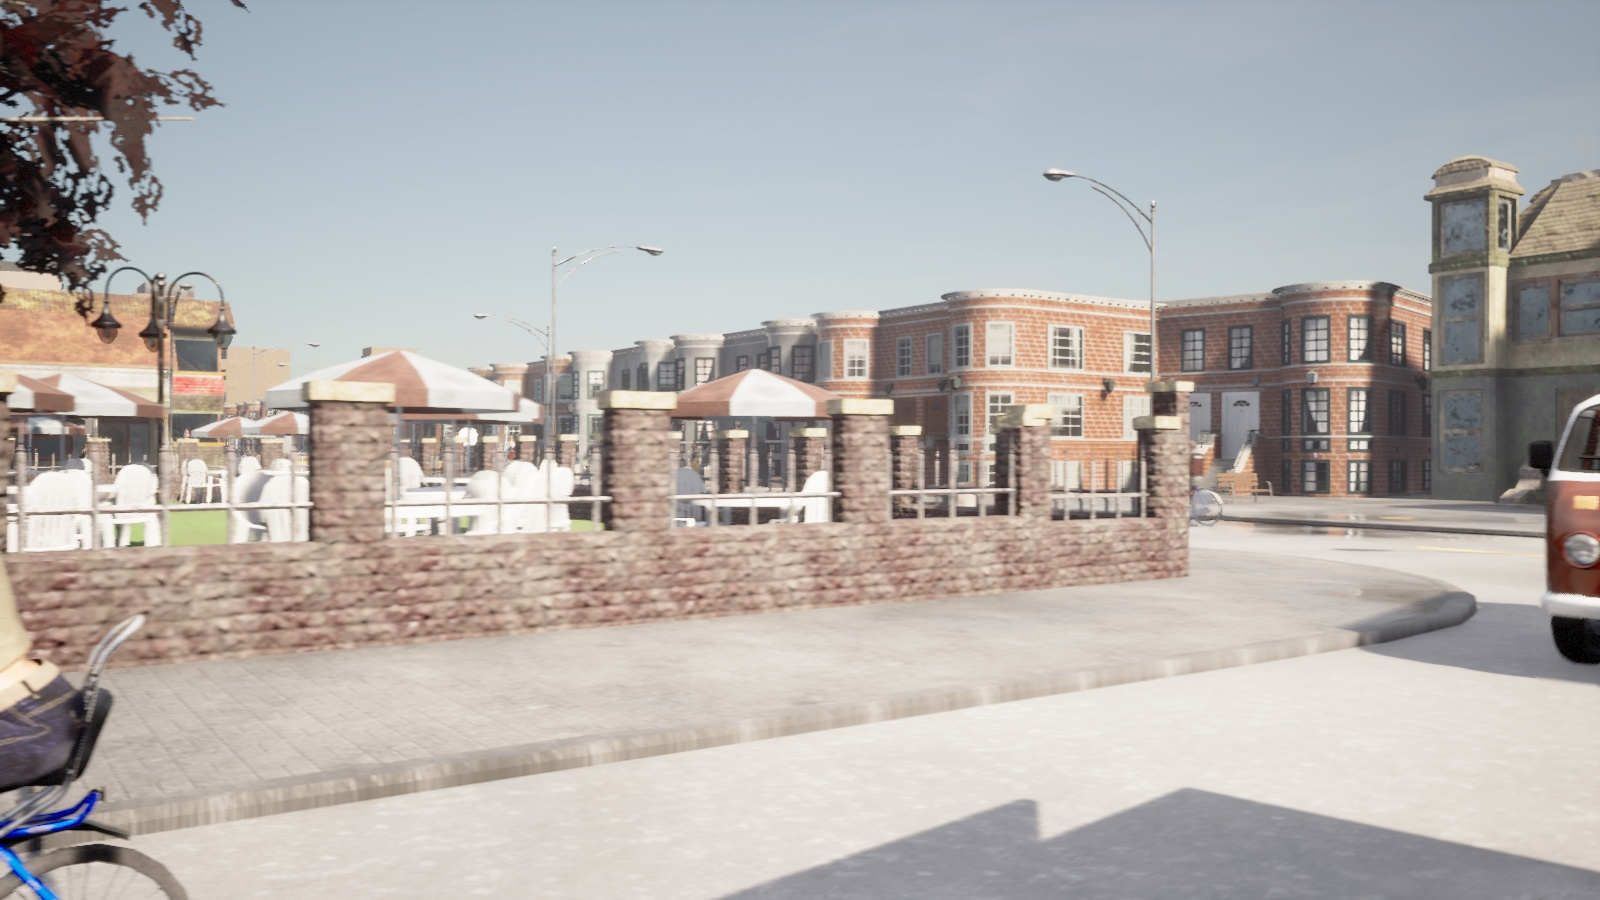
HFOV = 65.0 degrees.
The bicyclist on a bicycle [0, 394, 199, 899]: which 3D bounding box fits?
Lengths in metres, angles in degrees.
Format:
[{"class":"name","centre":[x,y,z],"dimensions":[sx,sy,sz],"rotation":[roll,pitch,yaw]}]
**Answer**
[{"class":"bicyclist on a bicycle","centre":[-2.209,0.693,2.731],"dimensions":[1.509,1.612,0.866],"rotation":[0,0,-35]}]

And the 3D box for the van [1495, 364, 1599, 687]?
[{"class":"van","centre":[6.868,0.477,9.299],"dimensions":[2.069,2.038,4.480],"rotation":[1,0,42]}]

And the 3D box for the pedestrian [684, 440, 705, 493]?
[{"class":"pedestrian","centre":[-3.884,0.611,46.301],"dimensions":[0.692,1.930,0.395],"rotation":[0,0,-14]}]

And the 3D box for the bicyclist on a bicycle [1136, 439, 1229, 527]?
[{"class":"bicyclist on a bicycle","centre":[7.927,0.663,26.115],"dimensions":[0.659,1.776,1.843],"rotation":[0,0,-34]}]
